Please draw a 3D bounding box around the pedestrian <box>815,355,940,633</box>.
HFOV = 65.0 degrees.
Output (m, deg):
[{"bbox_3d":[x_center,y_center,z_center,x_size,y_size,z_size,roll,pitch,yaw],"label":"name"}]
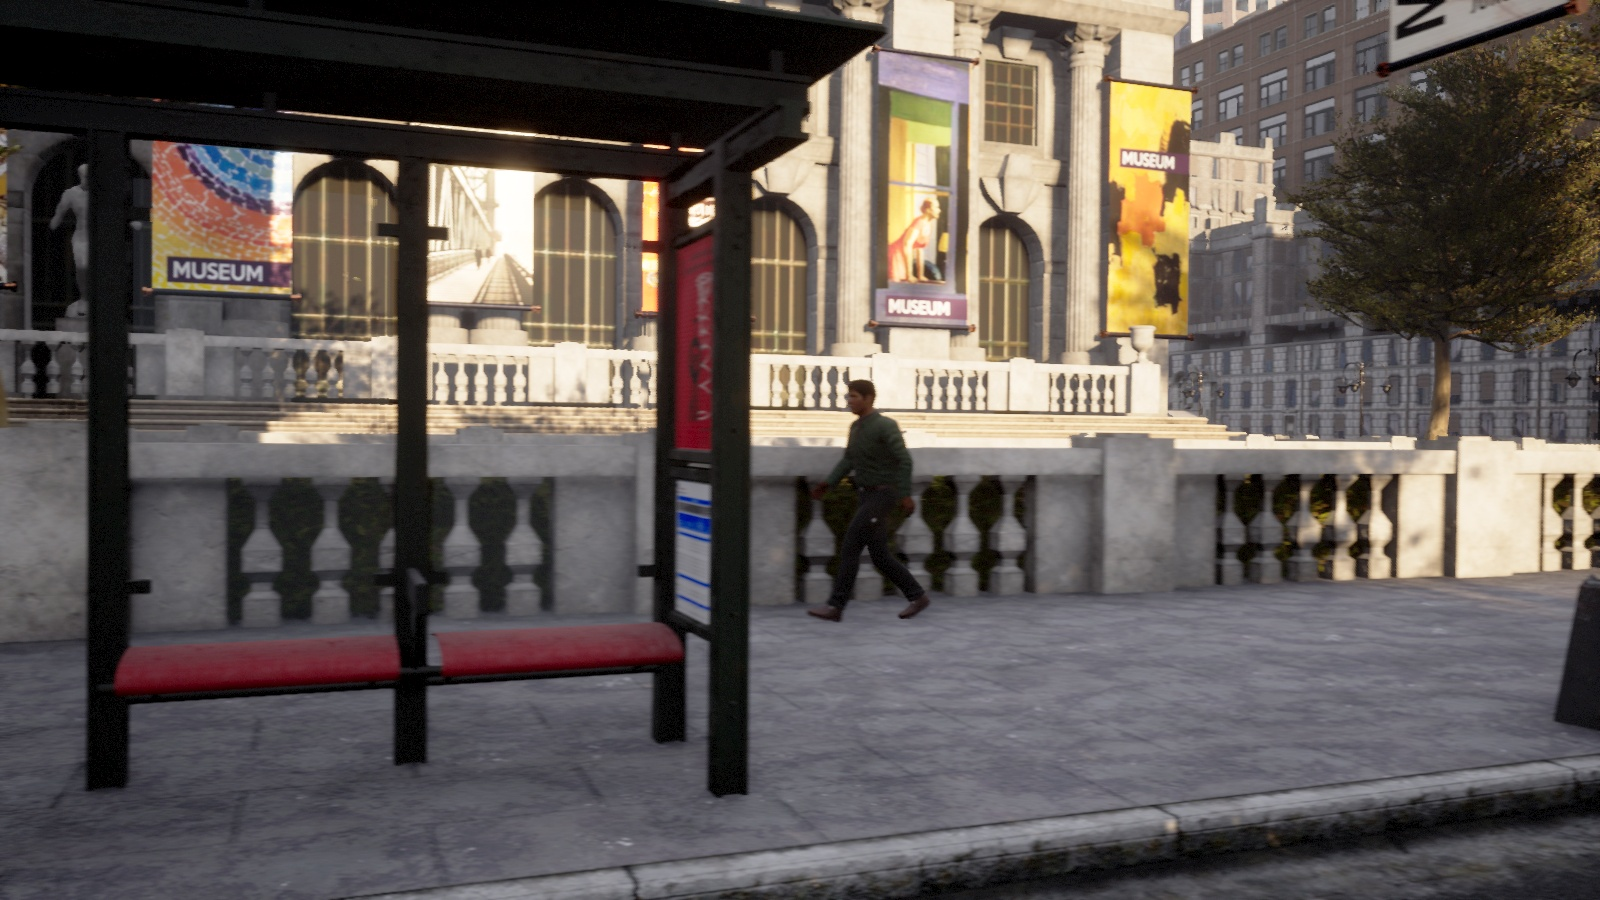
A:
[{"bbox_3d":[0.561,0.300,9.136,0.788,1.949,0.423,-1,1,-21],"label":"pedestrian"}]
